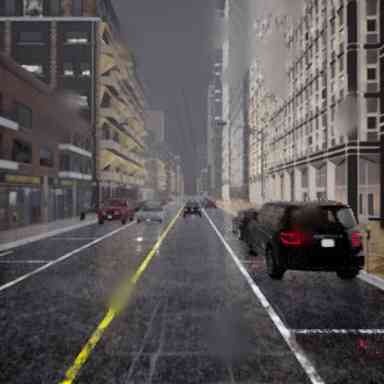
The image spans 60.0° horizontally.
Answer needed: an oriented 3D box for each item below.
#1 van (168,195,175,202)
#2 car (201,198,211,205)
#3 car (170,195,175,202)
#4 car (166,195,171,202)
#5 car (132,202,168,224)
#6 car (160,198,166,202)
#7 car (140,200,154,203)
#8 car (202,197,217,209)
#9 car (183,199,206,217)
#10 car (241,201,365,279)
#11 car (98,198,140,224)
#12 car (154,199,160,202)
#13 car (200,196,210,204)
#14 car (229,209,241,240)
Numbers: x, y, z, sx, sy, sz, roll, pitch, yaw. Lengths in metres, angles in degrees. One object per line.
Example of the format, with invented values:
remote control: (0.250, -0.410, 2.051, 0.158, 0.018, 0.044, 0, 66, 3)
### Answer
van: (-5.703, 1.756, 93.365, 1.690, 1.788, 3.998, 0, 0, 0)
car: (2.681, 1.859, 65.122, 1.802, 1.307, 4.206, 0, 0, 0)
car: (-5.703, 1.953, 87.714, 1.947, 1.339, 4.313, 0, 0, 0)
car: (-5.699, 1.822, 65.121, 1.887, 1.381, 4.507, 0, 0, 0)
car: (-3.103, 1.704, 25.892, 1.895, 1.301, 4.718, 0, 0, 0)
car: (-5.697, 1.748, 53.653, 1.752, 1.417, 4.829, 0, 0, 0)
car: (-5.695, 1.715, 36.878, 1.947, 1.339, 4.313, 0, 0, 0)
car: (2.683, 1.780, 48.176, 1.802, 1.307, 4.206, 0, 0, 0)
car: (0.059, 1.679, 32.822, 2.033, 1.411, 5.357, 0, 0, 0)
car: (3.105, 1.268, 10.279, 2.150, 2.045, 5.566, 0, 0, 0)
car: (-5.694, 1.417, 25.582, 2.192, 1.841, 5.009, 0, 0, 0)
car: (-5.695, 1.724, 42.526, 2.008, 1.369, 4.403, 0, 0, 0)
car: (2.680, 1.745, 70.770, 1.967, 1.590, 4.097, 0, 0, 0)
car: (3.143, 1.573, 17.248, 1.837, 1.490, 4.892, 0, 0, 0)
